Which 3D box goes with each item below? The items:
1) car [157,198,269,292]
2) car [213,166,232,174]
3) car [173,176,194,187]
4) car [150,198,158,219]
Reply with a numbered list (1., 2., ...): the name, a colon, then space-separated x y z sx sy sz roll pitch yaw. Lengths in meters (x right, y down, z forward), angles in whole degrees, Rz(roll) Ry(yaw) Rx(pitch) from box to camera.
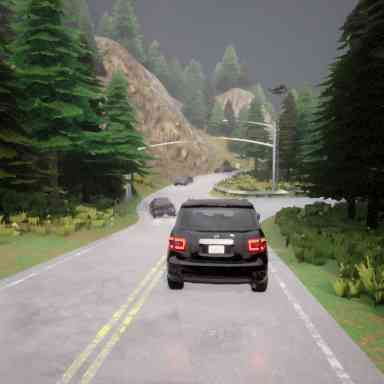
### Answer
1. car: 0.704 1.172 9.001 2.150 2.045 5.566 0 0 5
2. car: 6.042 -4.371 65.855 1.994 1.385 4.181 4 11 41
3. car: -1.197 -1.754 50.583 2.033 1.411 5.357 1 10 17
4. car: -2.462 1.210 27.238 2.033 1.411 5.357 -4 4 -11
